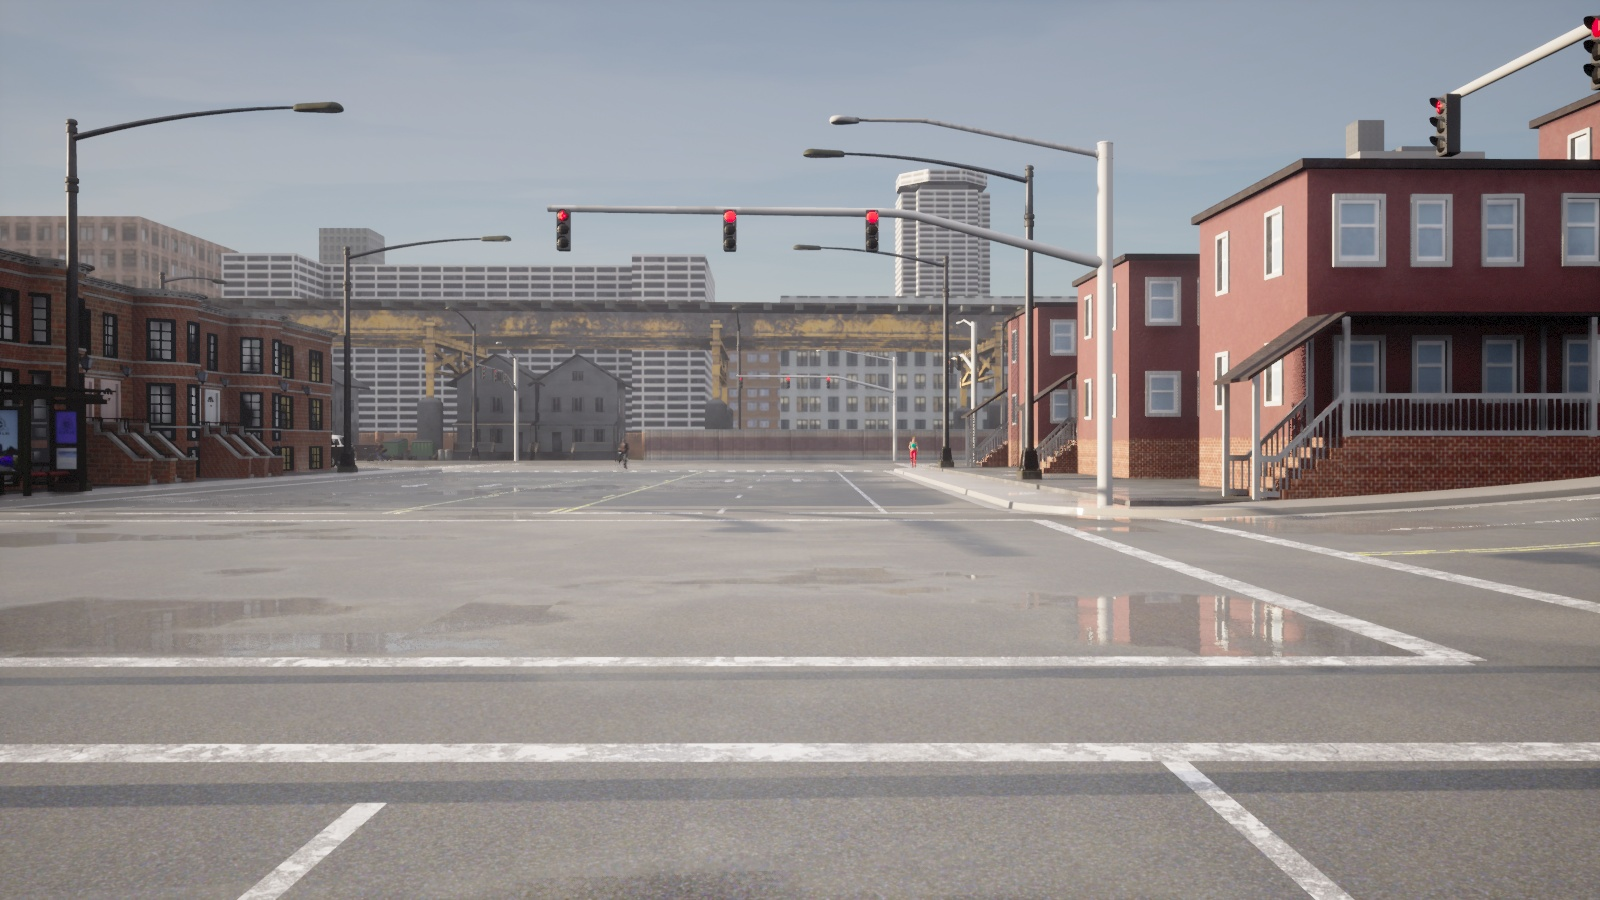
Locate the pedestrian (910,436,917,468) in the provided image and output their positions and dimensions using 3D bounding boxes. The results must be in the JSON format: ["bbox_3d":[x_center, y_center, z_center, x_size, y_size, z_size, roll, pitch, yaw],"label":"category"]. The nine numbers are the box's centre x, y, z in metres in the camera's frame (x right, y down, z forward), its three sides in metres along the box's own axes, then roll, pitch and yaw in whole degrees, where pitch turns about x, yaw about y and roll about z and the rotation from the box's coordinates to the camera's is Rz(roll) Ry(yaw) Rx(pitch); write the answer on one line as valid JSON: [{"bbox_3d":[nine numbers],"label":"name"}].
[{"bbox_3d":[6.520,0.131,71.951,0.345,1.836,0.594,0,0,2],"label":"pedestrian"}]

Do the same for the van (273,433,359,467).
[{"bbox_3d":[-29.763,0.010,77.297,4.480,2.038,2.069,0,0,0],"label":"van"}]
